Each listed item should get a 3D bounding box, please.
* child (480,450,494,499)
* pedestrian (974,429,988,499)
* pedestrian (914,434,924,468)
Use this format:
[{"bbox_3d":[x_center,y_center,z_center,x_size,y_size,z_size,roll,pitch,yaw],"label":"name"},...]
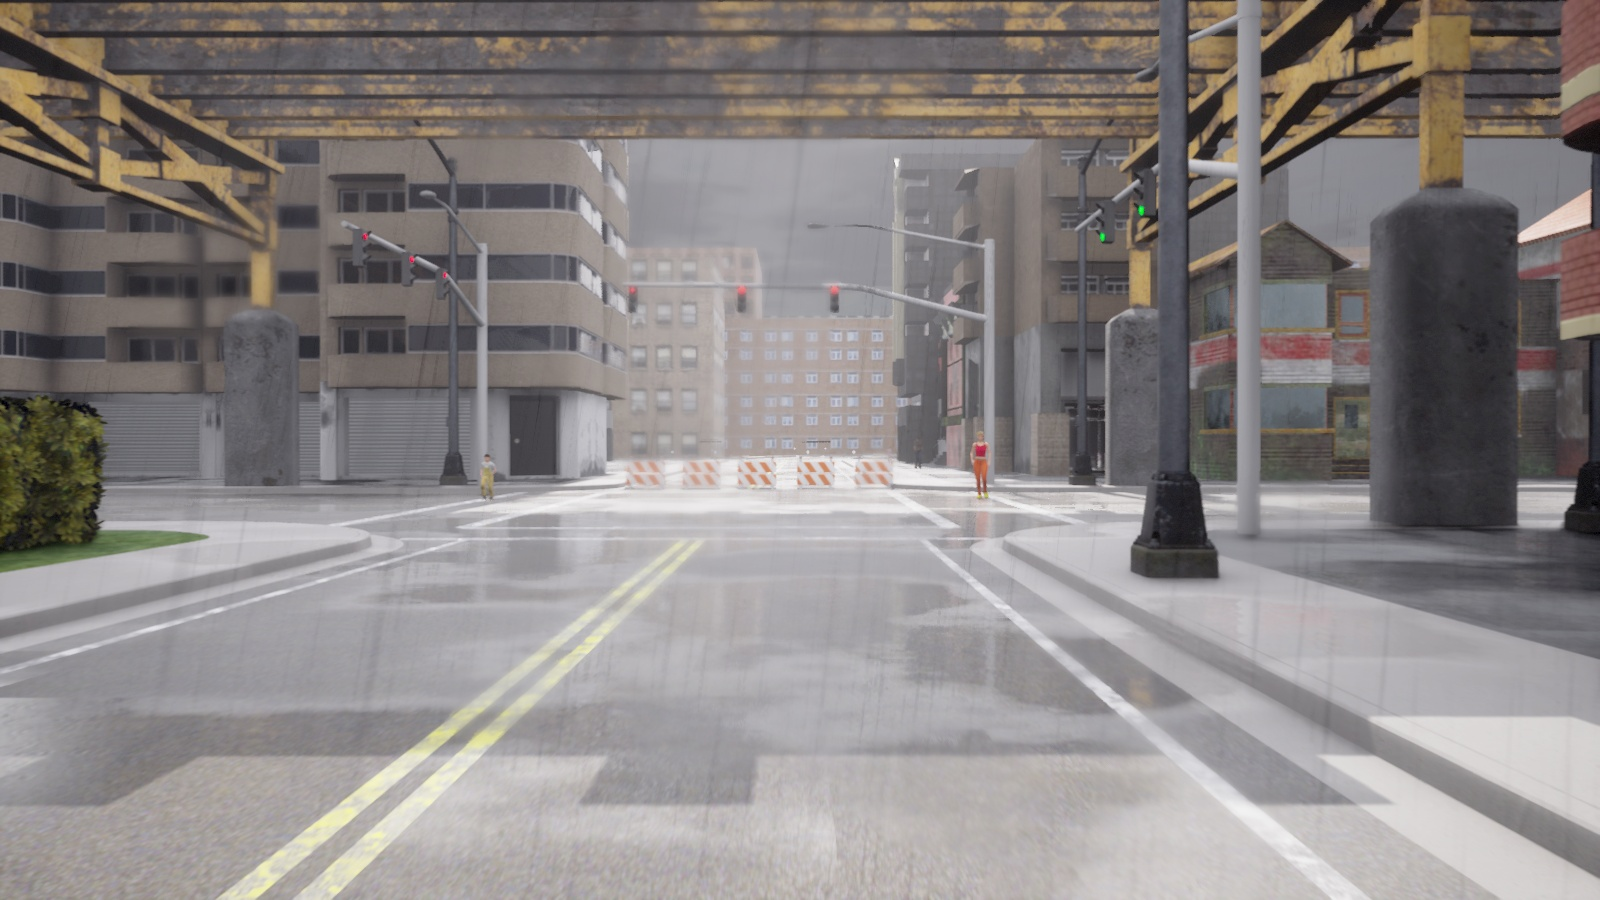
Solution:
[{"bbox_3d":[-8.219,0.633,32.973,0.270,1.263,0.437,0,0,0],"label":"child"},{"bbox_3d":[4.808,0.363,33.284,0.345,1.836,0.594,0,0,11],"label":"pedestrian"},{"bbox_3d":[6.246,0.046,65.714,0.328,1.805,0.869,0,0,-7],"label":"pedestrian"}]
